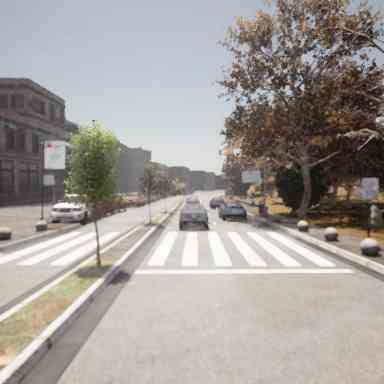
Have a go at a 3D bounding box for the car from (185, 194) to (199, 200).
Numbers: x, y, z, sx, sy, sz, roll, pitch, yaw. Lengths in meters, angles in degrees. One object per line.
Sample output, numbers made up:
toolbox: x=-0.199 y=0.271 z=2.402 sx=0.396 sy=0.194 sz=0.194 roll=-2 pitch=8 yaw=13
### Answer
car: x=0.105 y=1.363 z=42.501 sx=2.033 sy=1.411 sz=5.357 roll=0 pitch=0 yaw=0

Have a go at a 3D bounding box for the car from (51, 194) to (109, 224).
car: x=-8.146 y=1.144 z=24.061 sx=2.435 sy=2.045 sz=5.566 roll=0 pitch=0 yaw=0

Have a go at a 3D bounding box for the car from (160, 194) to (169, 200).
car: x=-7.799 y=0.962 z=85.006 sx=2.097 sy=1.535 sz=5.008 roll=0 pitch=1 yaw=1

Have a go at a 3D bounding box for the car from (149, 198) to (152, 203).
car: x=-7.989 y=1.271 z=51.792 sx=2.163 sy=1.488 sz=4.792 roll=0 pitch=0 yaw=0

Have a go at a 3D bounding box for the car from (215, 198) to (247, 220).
car: x=3.253 y=1.459 z=27.292 sx=1.994 sy=1.385 sz=4.181 roll=0 pitch=0 yaw=0

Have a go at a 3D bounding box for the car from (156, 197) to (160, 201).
car: x=-7.925 y=1.187 z=62.887 sx=2.163 sy=1.488 sz=4.792 roll=0 pitch=0 yaw=0

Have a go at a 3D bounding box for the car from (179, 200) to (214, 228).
car: x=0.102 y=1.467 z=21.728 sx=2.033 sy=1.411 sz=5.357 roll=0 pitch=0 yaw=0

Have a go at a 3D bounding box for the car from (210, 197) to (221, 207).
car: x=3.255 y=1.378 z=42.904 sx=1.994 sy=1.385 sz=4.181 roll=0 pitch=0 yaw=0

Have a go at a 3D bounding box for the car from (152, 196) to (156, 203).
car: x=-7.958 y=1.240 z=57.371 sx=2.002 sy=1.452 sz=4.674 roll=0 pitch=0 yaw=0

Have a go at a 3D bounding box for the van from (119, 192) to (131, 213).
van: x=-8.084 y=1.117 z=35.065 sx=1.878 sy=1.987 sz=4.442 roll=0 pitch=0 yaw=0

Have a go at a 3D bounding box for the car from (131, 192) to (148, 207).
car: x=-8.021 y=1.026 z=46.246 sx=2.435 sy=2.045 sz=5.566 roll=0 pitch=0 yaw=0

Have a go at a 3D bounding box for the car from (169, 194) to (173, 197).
car: x=-7.555 y=0.893 z=94.601 sx=2.163 sy=1.488 sz=4.792 roll=0 pitch=1 yaw=3

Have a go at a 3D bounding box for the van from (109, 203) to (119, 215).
van: x=-8.116 y=1.145 z=29.519 sx=1.878 sy=1.987 sz=4.442 roll=0 pitch=0 yaw=0
